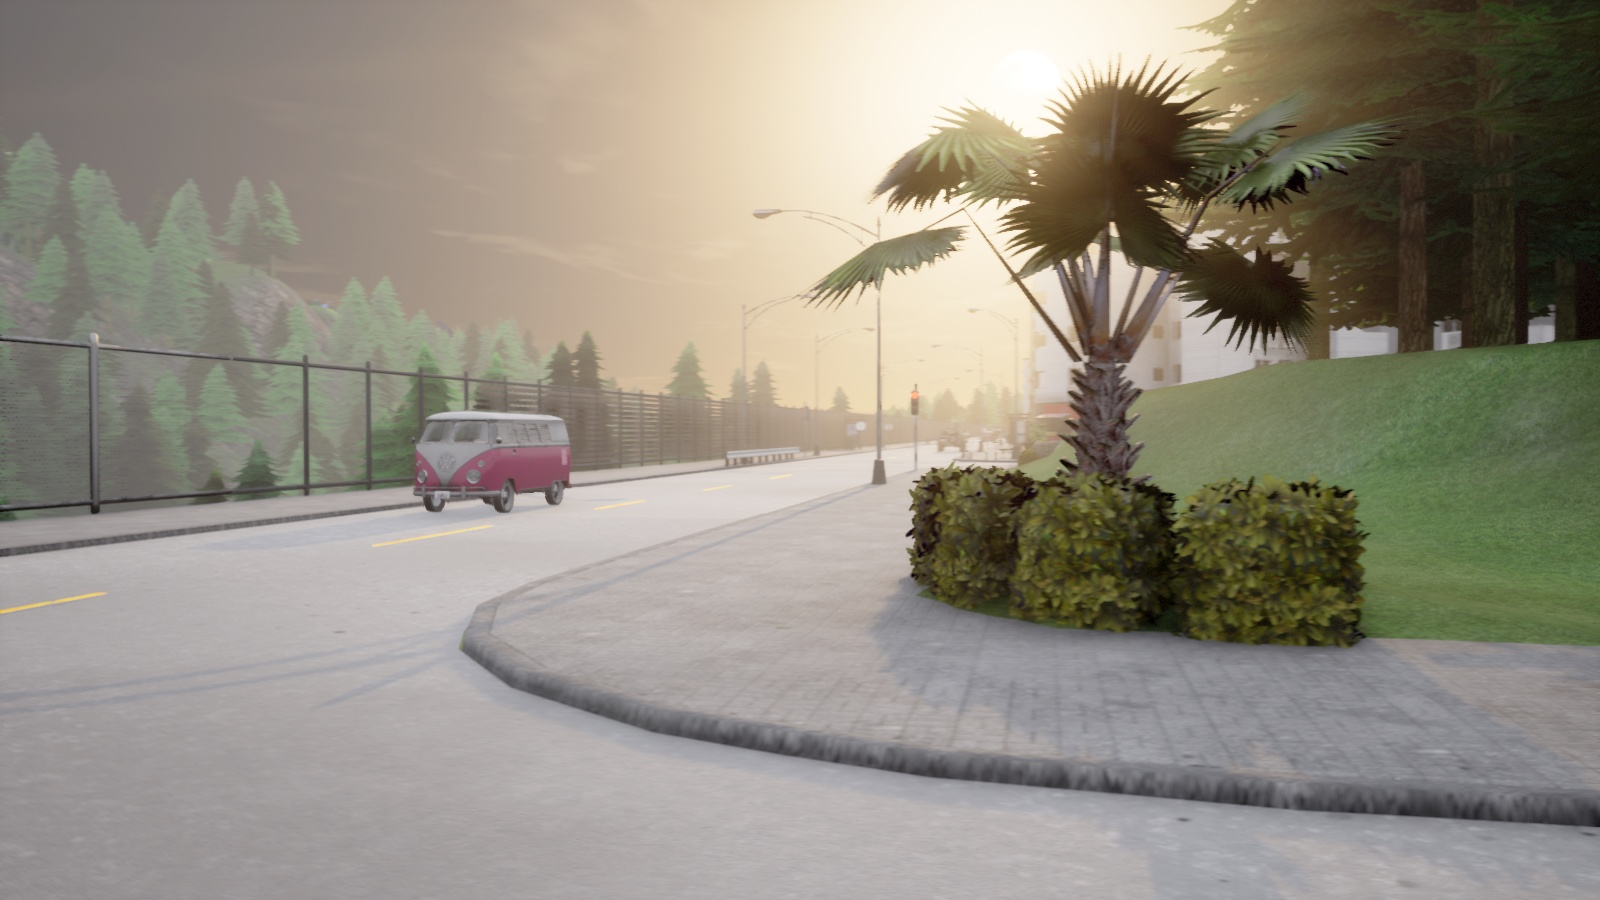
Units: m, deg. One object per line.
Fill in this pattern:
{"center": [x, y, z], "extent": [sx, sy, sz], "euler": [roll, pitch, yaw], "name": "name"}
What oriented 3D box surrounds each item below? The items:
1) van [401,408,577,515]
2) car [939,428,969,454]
{"center": [-6.209, 0.172, 25.665], "extent": [1.775, 1.987, 4.442], "euler": [0, 1, 11], "name": "van"}
{"center": [11.714, -0.703, 95.360], "extent": [1.932, 1.855, 4.605], "euler": [0, 1, 11], "name": "car"}
